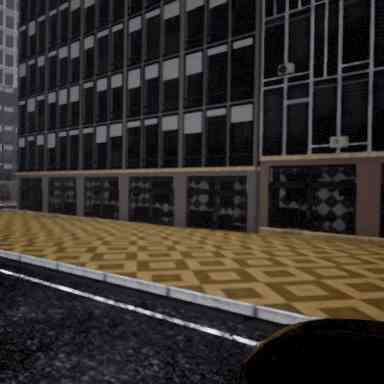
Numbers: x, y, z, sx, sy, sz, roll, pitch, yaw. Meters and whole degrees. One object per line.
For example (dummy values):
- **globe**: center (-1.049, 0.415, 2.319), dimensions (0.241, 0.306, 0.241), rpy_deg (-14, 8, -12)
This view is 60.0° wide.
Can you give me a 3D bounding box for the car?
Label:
- **car**: center (2.572, 1.510, 1.793), dimensions (4.892, 1.490, 1.837), rpy_deg (1, 1, 36)
